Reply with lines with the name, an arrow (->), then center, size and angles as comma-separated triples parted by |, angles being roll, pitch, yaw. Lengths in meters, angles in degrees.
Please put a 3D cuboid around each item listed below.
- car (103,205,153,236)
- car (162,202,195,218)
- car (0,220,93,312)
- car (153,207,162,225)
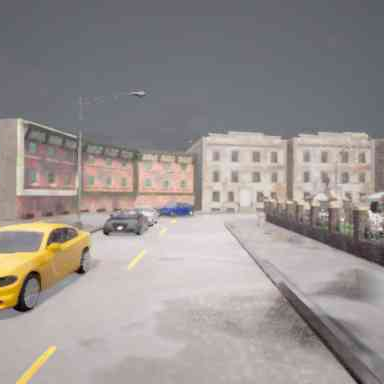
car -> -3.732, 1.706, 19.373 | 1.994, 1.385, 4.181 | 0, -1, 1
car -> -1.655, 1.761, 33.372 | 1.882, 1.535, 5.008 | 0, -1, 36
car -> -3.956, 1.519, 8.032 | 1.882, 1.535, 5.008 | 0, -1, 1
car -> -3.566, 1.714, 24.513 | 1.812, 1.442, 4.674 | 0, -1, 1
